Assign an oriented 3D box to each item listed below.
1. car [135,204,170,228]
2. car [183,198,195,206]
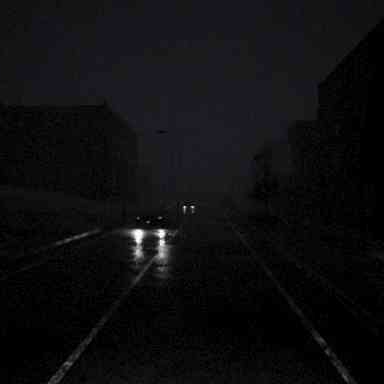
[{"bbox_3d":[-2.584,1.599,22.816,1.812,1.442,4.674,0,0,3],"label":"car"},{"bbox_3d":[-0.578,1.928,63.921,1.837,1.490,4.892,0,0,3],"label":"car"}]
